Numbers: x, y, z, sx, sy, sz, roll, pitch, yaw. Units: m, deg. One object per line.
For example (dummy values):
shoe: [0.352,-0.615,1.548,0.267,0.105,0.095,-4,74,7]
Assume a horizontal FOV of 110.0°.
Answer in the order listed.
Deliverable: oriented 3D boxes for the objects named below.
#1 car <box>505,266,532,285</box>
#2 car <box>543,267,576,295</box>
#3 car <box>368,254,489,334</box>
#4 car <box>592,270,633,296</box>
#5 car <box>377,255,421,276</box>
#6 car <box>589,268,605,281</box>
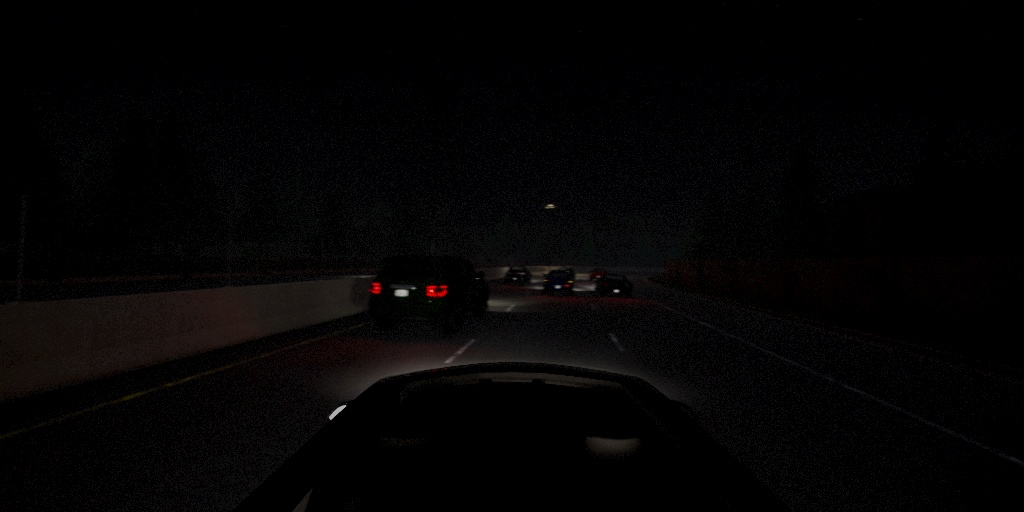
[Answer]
car: [0.602,1.622,30.800,2.128,1.511,4.902,2,-1,9]
car: [2.992,1.640,23.068,1.812,1.442,4.674,2,-1,8]
car: [-2.238,1.014,11.139,2.150,2.045,5.566,2,-1,8]
car: [6.630,1.844,23.799,1.895,1.301,4.718,2,-1,8]
car: [-12.224,1.036,39.323,2.150,2.045,5.566,2,-1,11]
car: [9.762,2.079,40.406,1.812,1.442,4.674,2,-1,15]
